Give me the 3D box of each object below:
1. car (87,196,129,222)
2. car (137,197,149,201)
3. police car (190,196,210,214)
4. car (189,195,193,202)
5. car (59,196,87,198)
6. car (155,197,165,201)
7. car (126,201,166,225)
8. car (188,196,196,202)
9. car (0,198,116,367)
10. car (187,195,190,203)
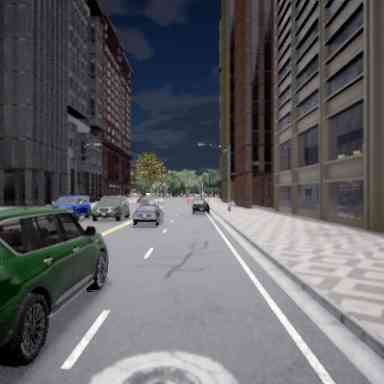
[{"bbox_3d":[-6.592,1.322,27.570,2.150,2.045,5.566,0,-1,0],"label":"car"},{"bbox_3d":[-9.741,1.764,66.086,1.837,1.490,4.892,0,0,0],"label":"car"},{"bbox_3d":[0.982,1.555,37.005,1.930,1.638,5.238,0,0,0],"label":"police car"},{"bbox_3d":[0.986,1.534,52.865,2.097,1.767,4.553,0,0,0],"label":"car"},{"bbox_3d":[-9.842,1.320,27.074,2.150,2.045,5.566,0,-1,0],"label":"car"},{"bbox_3d":[-6.488,1.781,67.052,1.812,1.442,4.674,0,0,0],"label":"car"},{"bbox_3d":[-3.146,1.635,24.589,2.033,1.411,5.357,0,0,0],"label":"car"},{"bbox_3d":[0.019,1.738,87.248,2.033,1.411,5.357,0,0,0],"label":"car"},{"bbox_3d":[-3.149,1.244,5.945,2.150,2.045,5.566,0,0,0],"label":"car"},{"bbox_3d":[0.016,1.458,71.343,2.097,1.767,4.553,0,0,0],"label":"car"}]
